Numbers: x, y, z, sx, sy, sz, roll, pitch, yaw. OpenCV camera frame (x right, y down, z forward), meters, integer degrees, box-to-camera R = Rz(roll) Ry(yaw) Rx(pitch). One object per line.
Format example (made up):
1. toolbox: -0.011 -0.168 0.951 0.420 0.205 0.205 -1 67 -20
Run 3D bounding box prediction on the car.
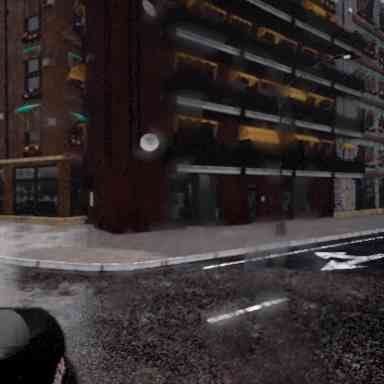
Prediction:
1. car: -3.074 1.493 1.519 4.902 1.511 2.128 0 0 -35
